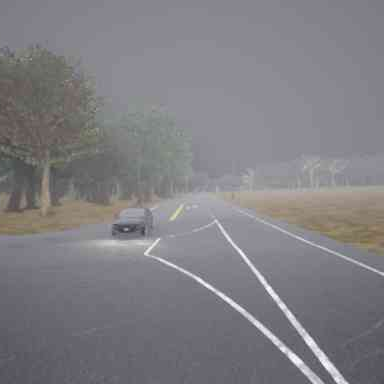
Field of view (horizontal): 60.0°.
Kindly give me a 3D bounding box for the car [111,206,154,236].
[{"bbox_3d":[-3.403,1.603,19.735,1.882,1.535,5.008,-1,1,0],"label":"car"}]
